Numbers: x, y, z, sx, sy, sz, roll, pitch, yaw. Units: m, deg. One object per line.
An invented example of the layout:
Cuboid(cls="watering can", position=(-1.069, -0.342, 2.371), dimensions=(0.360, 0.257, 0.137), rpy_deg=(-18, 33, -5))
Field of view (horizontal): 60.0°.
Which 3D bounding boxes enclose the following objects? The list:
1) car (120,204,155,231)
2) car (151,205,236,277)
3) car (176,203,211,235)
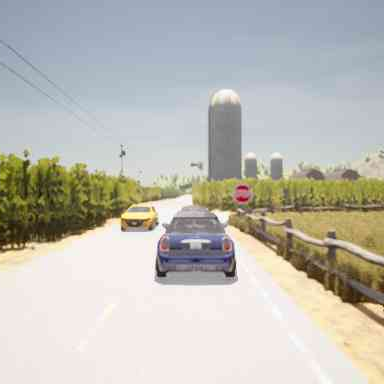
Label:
Cuboid(cls="car", position=(-3.211, 1.521, 21.093), dimensions=(1.882, 1.535, 5.008), rpy_deg=(0, 0, 0))
Cuboid(cls="car", position=(0.097, 1.374, 10.422), dimensions=(2.097, 1.767, 4.553), rpy_deg=(0, 0, 0))
Cuboid(cls="car", position=(0.086, 1.518, 20.233), dimensions=(1.882, 1.535, 5.008), rpy_deg=(0, 0, 0))
